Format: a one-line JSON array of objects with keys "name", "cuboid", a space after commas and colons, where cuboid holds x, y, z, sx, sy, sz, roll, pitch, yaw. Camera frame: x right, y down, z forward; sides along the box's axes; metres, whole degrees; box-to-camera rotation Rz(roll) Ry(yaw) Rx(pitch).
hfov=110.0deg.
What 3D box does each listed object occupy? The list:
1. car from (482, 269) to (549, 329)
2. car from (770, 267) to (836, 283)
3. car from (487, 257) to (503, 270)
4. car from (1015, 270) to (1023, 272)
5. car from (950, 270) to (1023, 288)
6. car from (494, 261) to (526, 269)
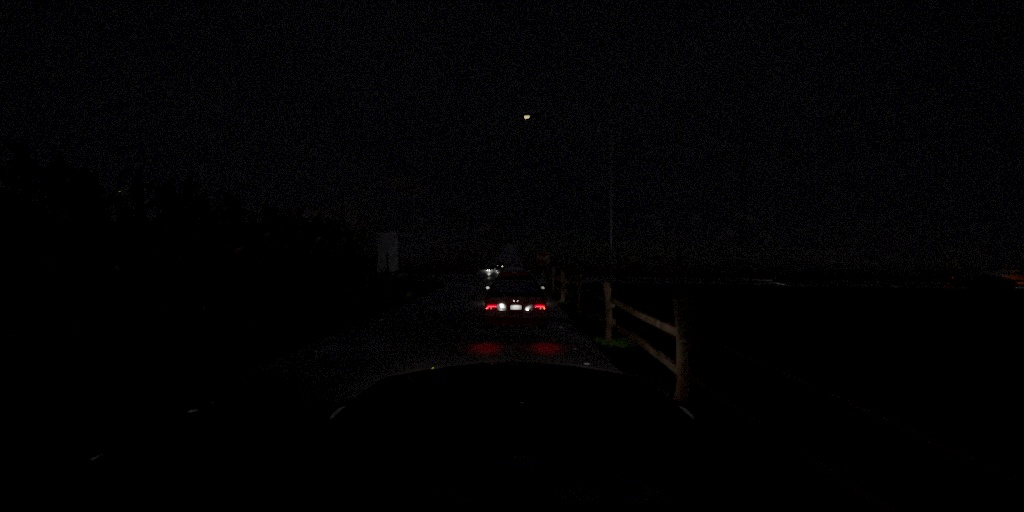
[{"name": "car", "cuboid": [0.105, 1.325, 11.392, 2.033, 1.411, 5.357, 0, 0, 0]}, {"name": "car", "cuboid": [28.830, 1.842, 35.604, 5.357, 1.411, 2.033, 1, 1, 0]}, {"name": "car", "cuboid": [-2.678, 1.310, 54.380, 1.837, 1.490, 4.892, 0, 0, 0]}, {"name": "car", "cuboid": [49.048, 2.138, 35.381, 5.008, 1.535, 1.882, 1, 2, 0]}, {"name": "car", "cuboid": [42.862, 2.181, 32.628, 4.181, 1.385, 1.994, 1, 1, 1]}, {"name": "car", "cuboid": [0.118, 1.283, 22.497, 1.882, 1.535, 5.008, 0, 0, 1]}]
